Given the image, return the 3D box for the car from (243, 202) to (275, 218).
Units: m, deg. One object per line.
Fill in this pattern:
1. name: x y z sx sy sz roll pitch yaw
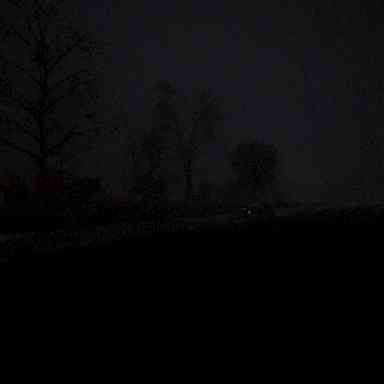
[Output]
1. car: 6.802 1.749 33.571 1.812 1.442 4.674 1 0 36
